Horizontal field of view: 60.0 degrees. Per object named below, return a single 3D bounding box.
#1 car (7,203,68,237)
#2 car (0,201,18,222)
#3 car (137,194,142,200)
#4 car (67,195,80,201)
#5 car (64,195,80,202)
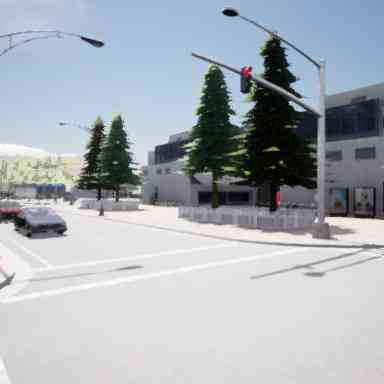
[{"bbox_3d":[-8.542,1.552,18.471,2.033,1.411,5.357,0,0,-37],"label":"car"},{"bbox_3d":[-14.657,1.474,26.546,1.882,1.535,5.008,0,0,-37],"label":"car"},{"bbox_3d":[-10.780,1.078,81.171,1.932,1.855,4.605,0,0,-37],"label":"car"},{"bbox_3d":[-27.811,1.353,77.922,1.970,1.475,3.806,0,0,-37],"label":"car"},{"bbox_3d":[-25.772,1.347,70.189,1.845,1.501,3.633,0,0,-37],"label":"car"}]
